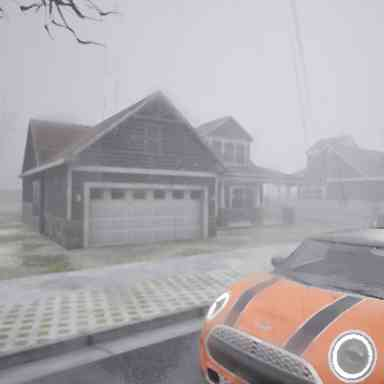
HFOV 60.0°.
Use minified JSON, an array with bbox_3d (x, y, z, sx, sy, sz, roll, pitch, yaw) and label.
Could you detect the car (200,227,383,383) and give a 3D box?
[{"bbox_3d":[2.264,1.358,4.560,4.553,1.767,2.097,0,0,-40],"label":"car"}]
